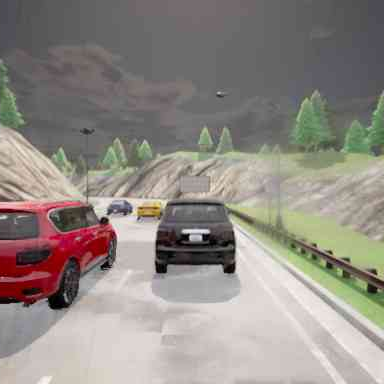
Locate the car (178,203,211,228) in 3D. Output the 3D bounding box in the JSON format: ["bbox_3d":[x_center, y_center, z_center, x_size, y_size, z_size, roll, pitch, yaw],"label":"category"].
[{"bbox_3d":[0.132,1.539,22.554,1.994,1.385,4.181,0,0,-1],"label":"car"}]

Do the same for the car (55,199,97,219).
[{"bbox_3d":[-10.415,1.466,30.301,2.128,1.511,4.902,0,0,0],"label":"car"}]

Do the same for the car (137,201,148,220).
[{"bbox_3d":[-3.408,1.454,28.204,1.882,1.535,5.008,0,0,0],"label":"car"}]

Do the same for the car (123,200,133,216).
[{"bbox_3d":[-6.958,1.499,32.233,1.812,1.442,4.674,0,0,-1],"label":"car"}]

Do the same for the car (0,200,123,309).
[{"bbox_3d":[-3.400,1.214,7.958,2.150,2.045,5.566,0,0,0],"label":"car"}]

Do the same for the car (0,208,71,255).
[{"bbox_3d":[-6.900,1.514,14.095,1.812,1.442,4.674,0,0,0],"label":"car"}]

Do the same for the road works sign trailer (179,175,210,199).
[{"bbox_3d":[0.214,0.443,26.050,2.380,3.560,2.880,0,0,0],"label":"road works sign trailer"}]

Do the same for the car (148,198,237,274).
[{"bbox_3d":[0.099,1.209,10.643,2.150,2.045,5.566,0,0,0],"label":"car"}]
